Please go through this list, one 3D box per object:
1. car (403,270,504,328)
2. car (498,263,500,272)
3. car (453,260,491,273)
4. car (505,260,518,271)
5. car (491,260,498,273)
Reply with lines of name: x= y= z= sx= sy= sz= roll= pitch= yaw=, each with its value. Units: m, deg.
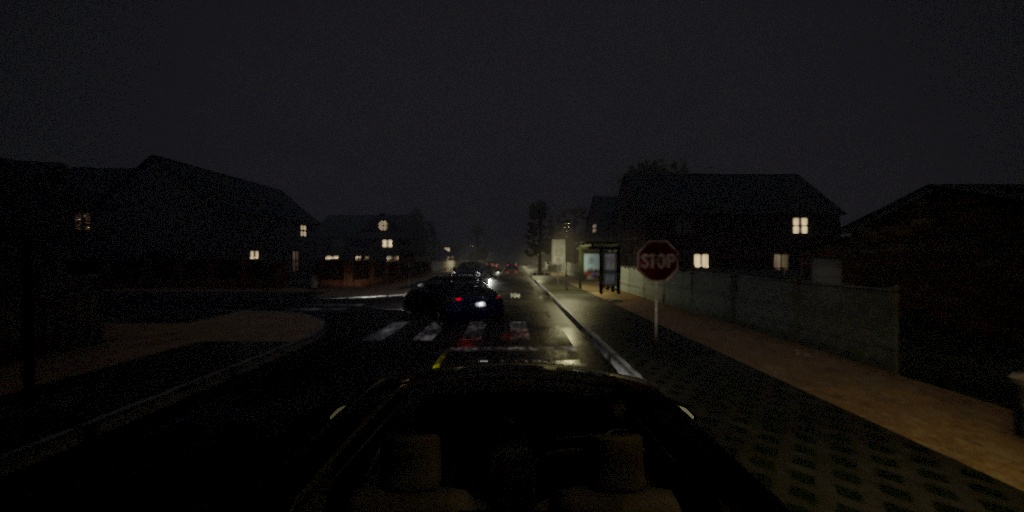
car: x=-2.024 y=1.335 z=11.781 sx=1.994 sy=1.385 sz=4.181 roll=1 pitch=-1 yaw=-34
car: x=-2.848 y=1.359 z=52.146 sx=2.097 sy=1.767 sz=4.553 roll=0 pitch=0 yaw=0
car: x=-2.913 y=1.172 z=24.826 sx=2.097 sy=1.767 sz=4.553 roll=0 pitch=0 yaw=2
car: x=-0.031 y=1.569 z=56.198 sx=1.812 sy=1.442 sz=4.674 roll=0 pitch=-1 yaw=0
car: x=-2.867 y=1.384 z=37.267 sx=2.128 sy=1.511 sz=4.902 roll=0 pitch=0 yaw=0
